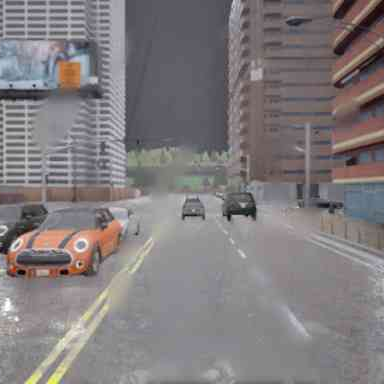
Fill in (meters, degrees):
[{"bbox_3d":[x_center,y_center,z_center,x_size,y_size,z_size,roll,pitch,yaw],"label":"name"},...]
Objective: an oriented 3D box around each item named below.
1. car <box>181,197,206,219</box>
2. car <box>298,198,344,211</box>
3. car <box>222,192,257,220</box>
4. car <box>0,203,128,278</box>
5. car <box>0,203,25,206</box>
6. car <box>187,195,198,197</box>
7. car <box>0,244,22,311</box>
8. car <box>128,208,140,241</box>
[{"bbox_3d":[0.103,1.357,26.381,2.033,1.411,5.357,0,0,0],"label":"car"},{"bbox_3d":[14.179,1.338,36.288,4.718,1.301,1.895,0,0,1],"label":"car"},{"bbox_3d":[3.572,1.035,25.706,2.150,2.045,5.566,0,0,0],"label":"car"},{"bbox_3d":[-3.500,1.279,10.029,2.097,1.767,4.553,0,0,0],"label":"car"},{"bbox_3d":[-7.043,1.259,12.824,2.097,1.767,4.553,0,0,0],"label":"car"},{"bbox_3d":[0.098,1.158,44.300,1.882,1.535,5.008,0,0,0],"label":"car"},{"bbox_3d":[-3.589,1.530,2.274,2.033,1.411,5.357,0,0,0],"label":"car"},{"bbox_3d":[-3.521,1.416,15.058,1.812,1.442,4.674,0,0,0],"label":"car"}]
